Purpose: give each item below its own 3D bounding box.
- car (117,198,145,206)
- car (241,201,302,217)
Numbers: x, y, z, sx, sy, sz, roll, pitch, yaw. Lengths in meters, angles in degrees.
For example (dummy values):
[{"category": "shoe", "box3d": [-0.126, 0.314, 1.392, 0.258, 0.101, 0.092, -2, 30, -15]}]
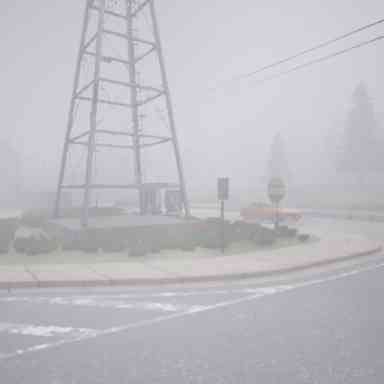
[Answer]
[{"category": "car", "box3d": [-8.849, 1.502, 47.231, 4.181, 1.385, 1.994, 0, 0, 11]}, {"category": "car", "box3d": [5.747, 1.419, 24.605, 1.882, 1.535, 5.008, 0, 0, -34]}]
